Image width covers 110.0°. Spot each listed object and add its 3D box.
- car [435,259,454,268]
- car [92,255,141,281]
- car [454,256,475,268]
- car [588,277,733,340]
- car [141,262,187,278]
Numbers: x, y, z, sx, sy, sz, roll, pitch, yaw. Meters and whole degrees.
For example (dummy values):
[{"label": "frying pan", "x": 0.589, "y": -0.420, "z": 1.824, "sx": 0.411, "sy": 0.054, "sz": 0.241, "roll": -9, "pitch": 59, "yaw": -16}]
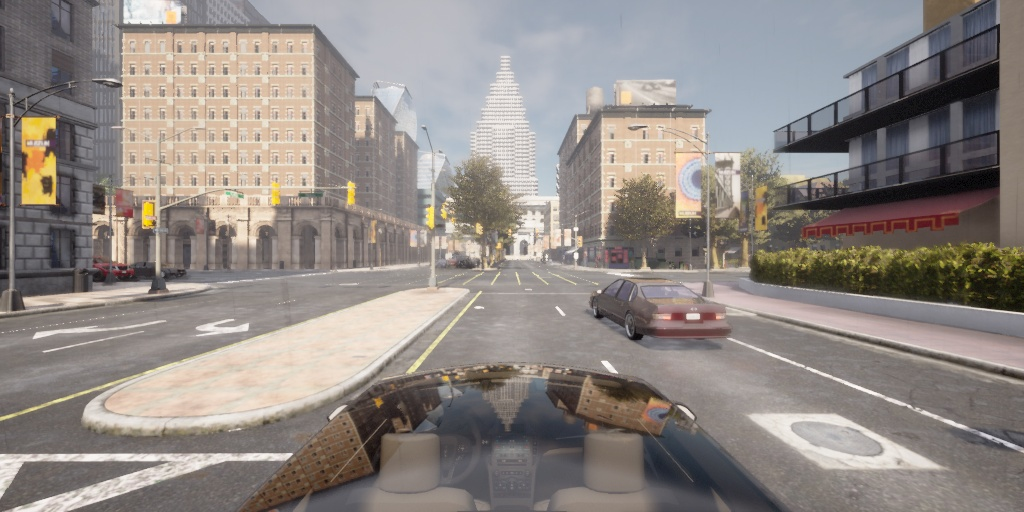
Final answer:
[{"label": "car", "x": -11.561, "y": 1.301, "z": 60.104, "sx": 2.033, "sy": 1.411, "sz": 5.357, "roll": 0, "pitch": 0, "yaw": 0}, {"label": "car", "x": -34.650, "y": 0.973, "z": 29.467, "sx": 5.566, "sy": 2.045, "sz": 2.150, "roll": 0, "pitch": 0, "yaw": 0}, {"label": "car", "x": -8.066, "y": 0.975, "z": 60.728, "sx": 2.150, "sy": 2.045, "sz": 5.566, "roll": 0, "pitch": 0, "yaw": 0}, {"label": "car", "x": 3.633, "y": 1.298, "z": 9.918, "sx": 2.033, "sy": 1.411, "sz": 5.357, "roll": 0, "pitch": 0, "yaw": -3}, {"label": "car", "x": -32.851, "y": 1.257, "z": 32.995, "sx": 4.892, "sy": 1.490, "sz": 1.837, "roll": 0, "pitch": 0, "yaw": 0}]
